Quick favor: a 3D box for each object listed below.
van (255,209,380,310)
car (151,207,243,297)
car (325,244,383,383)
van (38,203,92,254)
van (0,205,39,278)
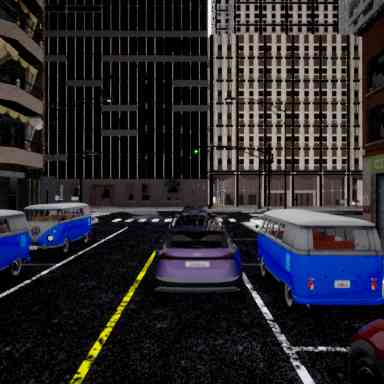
[{"bbox_3d":[2.574,1.343,7.539,1.690,1.788,3.998,0,0,0],"label":"van"},{"bbox_3d":[0.104,1.434,8.606,2.033,1.649,4.856,0,0,0],"label":"car"},{"bbox_3d":[2.570,1.440,1.849,1.967,1.590,4.097,0,0,0],"label":"car"},{"bbox_3d":[-5.304,1.346,13.227,1.690,1.788,3.998,0,0,0],"label":"van"},{"bbox_3d":[-5.306,1.343,7.537,1.690,1.788,3.998,0,0,0],"label":"van"}]
